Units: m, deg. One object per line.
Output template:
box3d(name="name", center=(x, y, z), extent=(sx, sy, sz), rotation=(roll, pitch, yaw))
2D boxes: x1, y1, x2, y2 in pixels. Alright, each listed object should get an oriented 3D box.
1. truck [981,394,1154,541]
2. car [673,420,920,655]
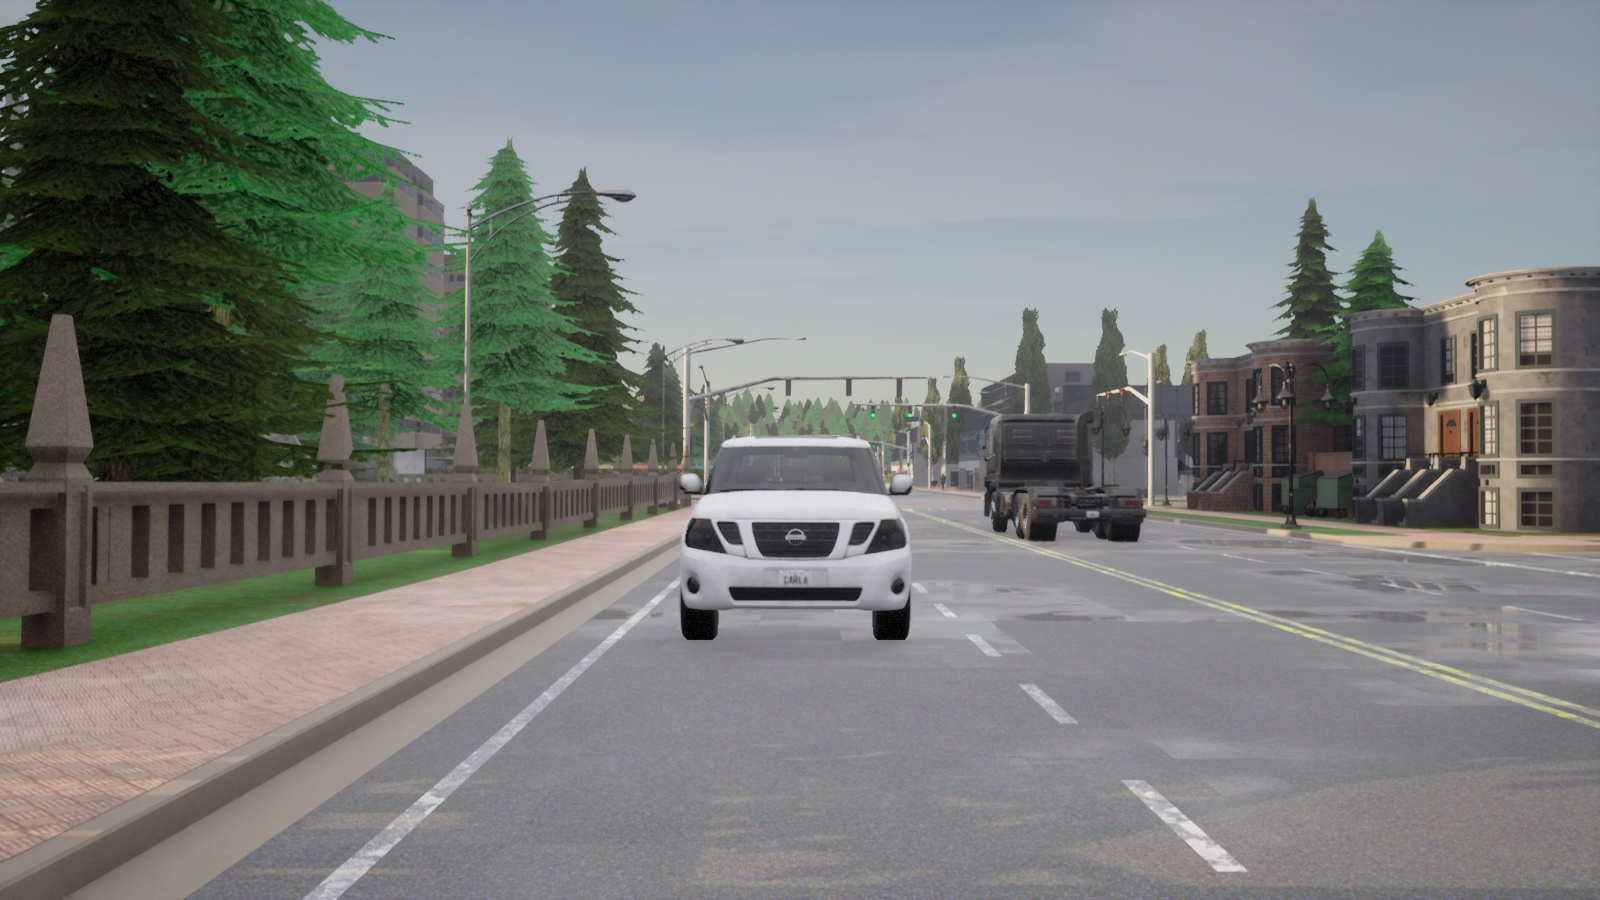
box3d(name="truck", center=(6.906, 0.498, 33.703), extent=(2.891, 3.462, 7.936), rotation=(0, -1, 0))
box3d(name="car", center=(-0.038, 0.821, 13.783), extent=(2.150, 2.045, 5.566), rotation=(0, -1, 0))
